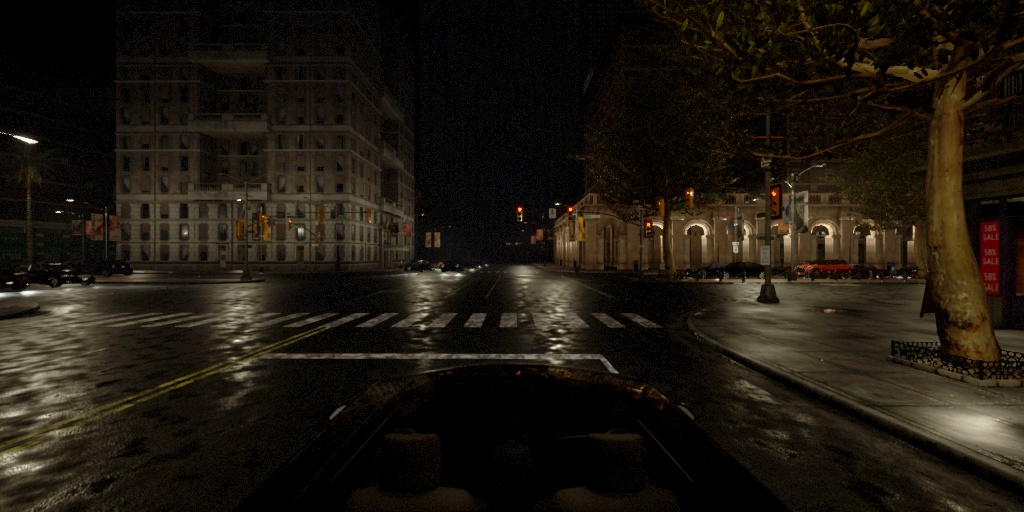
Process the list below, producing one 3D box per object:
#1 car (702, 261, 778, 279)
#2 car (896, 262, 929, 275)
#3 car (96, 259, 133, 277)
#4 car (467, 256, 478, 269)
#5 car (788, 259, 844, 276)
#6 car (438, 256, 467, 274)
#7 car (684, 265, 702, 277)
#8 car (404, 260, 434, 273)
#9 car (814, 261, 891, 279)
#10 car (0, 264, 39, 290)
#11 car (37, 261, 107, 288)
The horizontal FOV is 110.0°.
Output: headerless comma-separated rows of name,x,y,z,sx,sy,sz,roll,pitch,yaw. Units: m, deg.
car,19.704,1.228,31.165,5.008,1.535,1.882,0,0,0
car,40.498,1.297,34.480,5.357,1.411,2.033,0,0,1
car,-40.254,1.102,35.167,4.553,1.767,2.097,0,0,0
car,-6.939,1.227,56.694,1.882,1.535,5.008,0,0,0
car,29.938,1.102,34.577,4.553,1.767,2.097,0,0,0
car,-6.956,1.100,42.185,2.097,1.767,4.553,0,0,-1
car,19.649,1.297,34.666,5.357,1.411,2.033,0,0,1
car,-11.223,1.243,43.528,2.128,1.511,4.902,0,0,13
car,29.581,1.351,31.082,4.718,1.301,1.895,0,0,1
car,-29.795,1.314,19.887,4.181,1.385,1.994,0,0,1
car,-30.235,1.242,23.398,4.902,1.511,2.128,0,0,1
